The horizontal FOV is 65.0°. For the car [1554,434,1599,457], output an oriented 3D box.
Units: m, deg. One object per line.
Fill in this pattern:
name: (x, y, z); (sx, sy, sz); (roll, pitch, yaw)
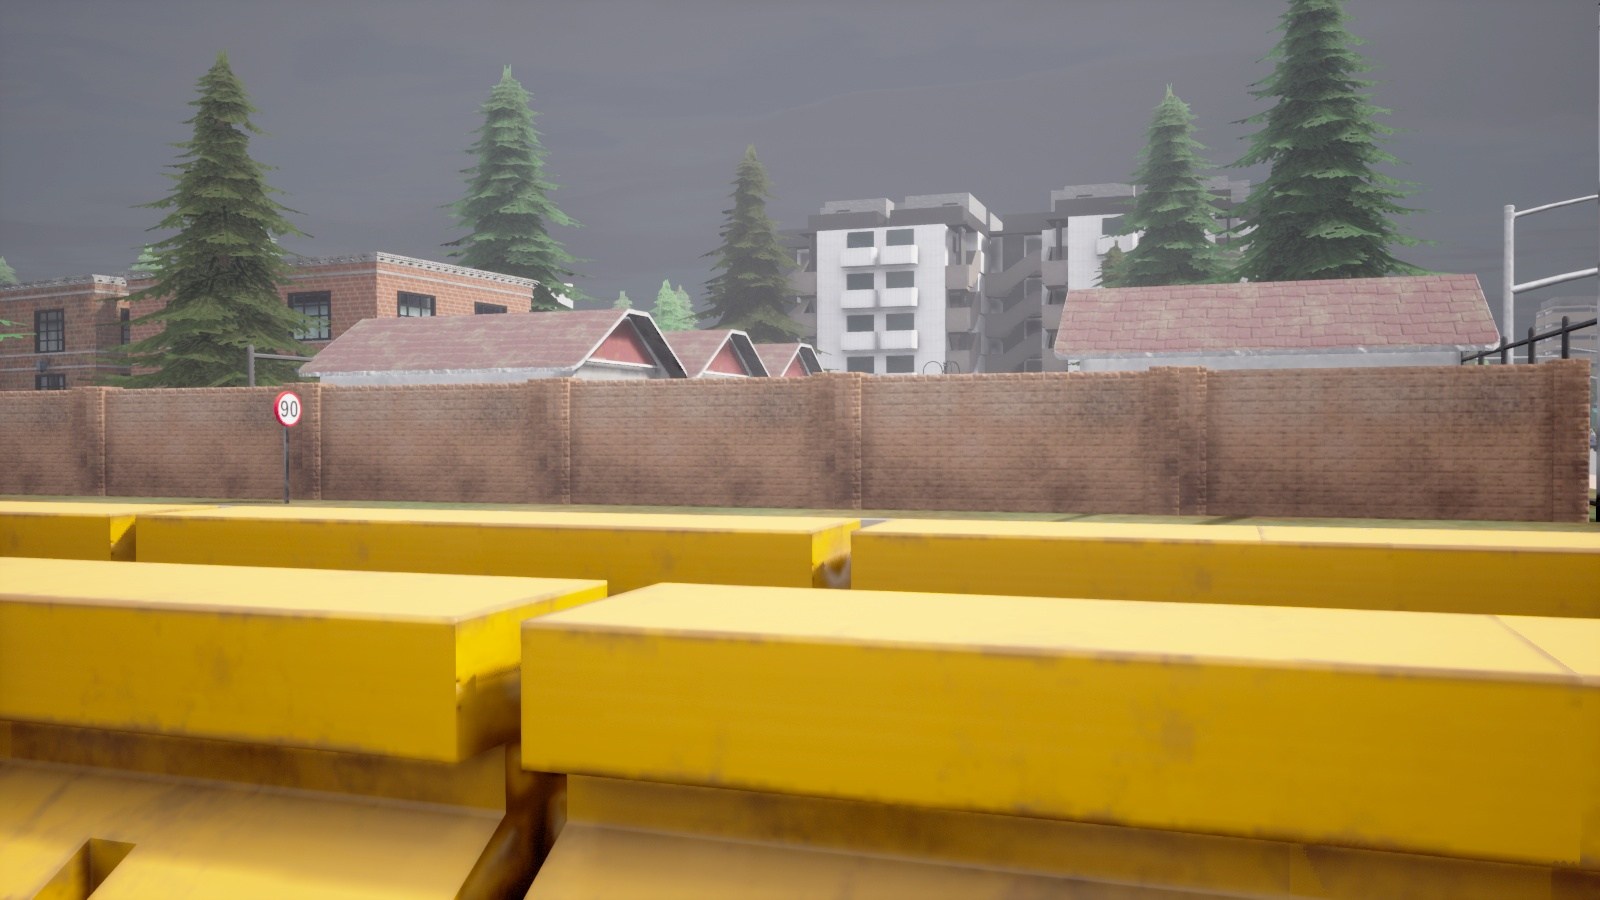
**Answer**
car: (50.429, -0.323, 81.439); (1.970, 1.475, 3.806); (1, 1, 20)
